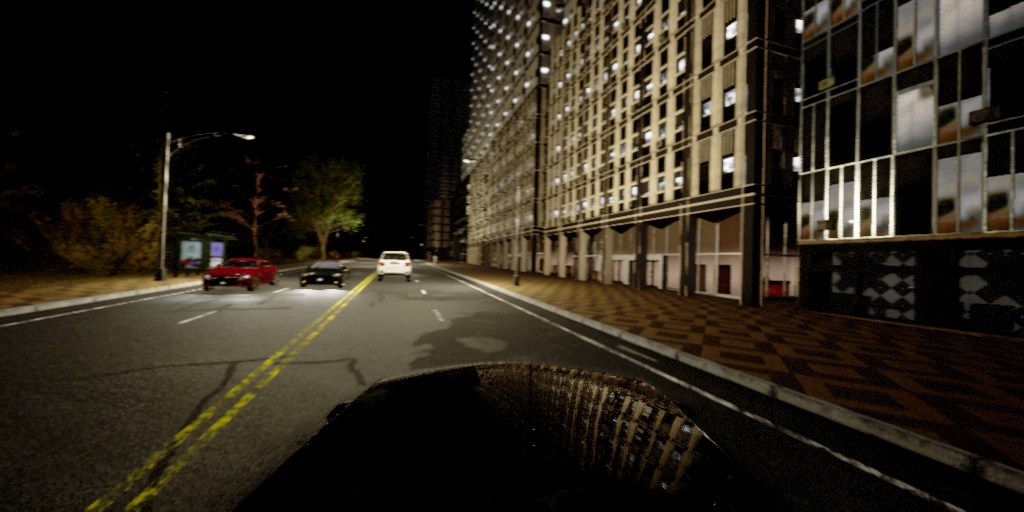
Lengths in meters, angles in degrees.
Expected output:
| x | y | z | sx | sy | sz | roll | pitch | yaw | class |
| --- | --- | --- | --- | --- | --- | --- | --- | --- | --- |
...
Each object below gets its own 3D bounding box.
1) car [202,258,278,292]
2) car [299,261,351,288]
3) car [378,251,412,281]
| x | y | z | sx | sy | sz | roll | pitch | yaw | class |
| --- | --- | --- | --- | --- | --- | --- | --- | --- | --- |
| -12.716 | 0.820 | 17.142 | 1.812 | 1.442 | 4.674 | 2 | 0 | -18 | car |
| -10.124 | 0.960 | 19.722 | 1.994 | 1.385 | 4.181 | 2 | 0 | -18 | car |
| -8.612 | 0.689 | 26.414 | 2.150 | 2.045 | 5.566 | 2 | 0 | -18 | car |
